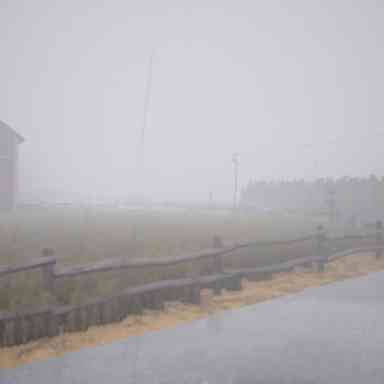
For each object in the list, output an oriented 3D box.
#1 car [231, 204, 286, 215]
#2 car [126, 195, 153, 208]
[{"bbox_3d":[5.599,1.748,28.890,2.033,1.411,5.357,1,0,-35],"label":"car"},{"bbox_3d":[-7.480,1.425,47.436,2.150,2.045,5.566,1,-1,-35],"label":"car"}]
